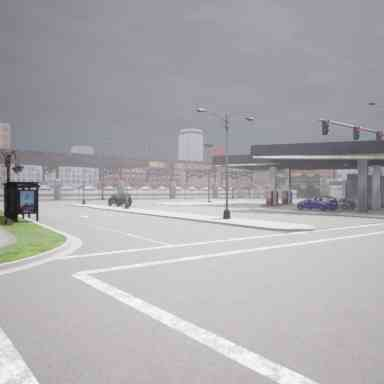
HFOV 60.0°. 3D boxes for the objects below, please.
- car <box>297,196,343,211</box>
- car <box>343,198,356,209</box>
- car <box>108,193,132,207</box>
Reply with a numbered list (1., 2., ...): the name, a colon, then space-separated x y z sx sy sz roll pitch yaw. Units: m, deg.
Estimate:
1. car: 14.352 1.295 38.353 2.242 1.667 4.611 0 0 -35
2. car: 18.626 1.456 42.267 1.970 1.475 3.806 0 0 -35
3. car: -11.338 1.222 52.244 2.150 2.045 5.566 0 0 -35
